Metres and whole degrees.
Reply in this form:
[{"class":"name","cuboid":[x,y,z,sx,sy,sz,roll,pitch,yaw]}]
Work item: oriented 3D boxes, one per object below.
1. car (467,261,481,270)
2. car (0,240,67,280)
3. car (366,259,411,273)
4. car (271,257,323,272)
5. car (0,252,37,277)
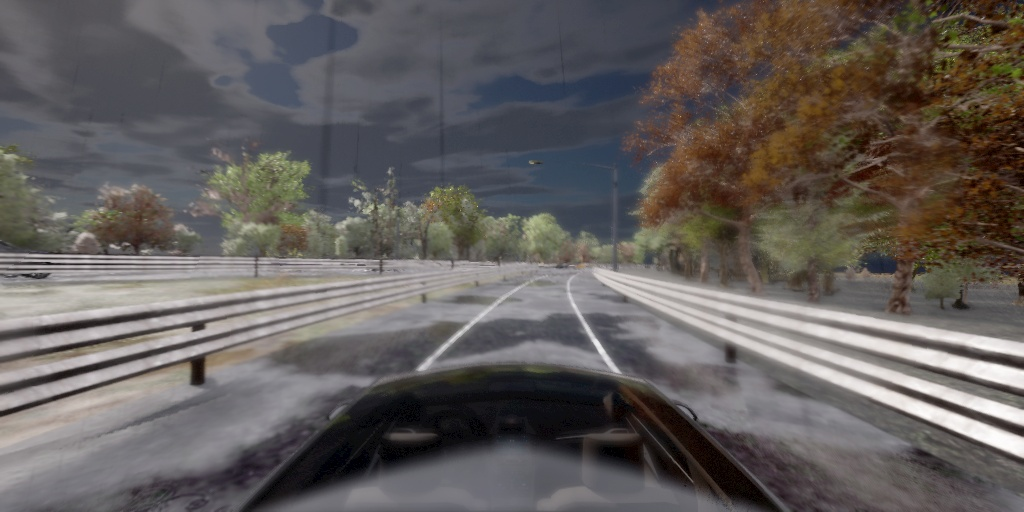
[{"class":"car","cuboid":[-5.913,1.592,60.964,2.128,1.511,4.902,0,-2,30]},{"class":"car","cuboid":[-26.634,0.079,17.891,2.150,2.045,5.566,0,-2,30]},{"class":"car","cuboid":[-13.788,1.069,40.124,2.033,1.411,5.357,0,-1,30]},{"class":"car","cuboid":[-22.843,0.857,38.416,1.882,1.535,5.008,0,-1,30]},{"class":"car","cuboid":[-29.665,0.439,19.639,1.994,1.385,4.181,0,-1,30]}]
